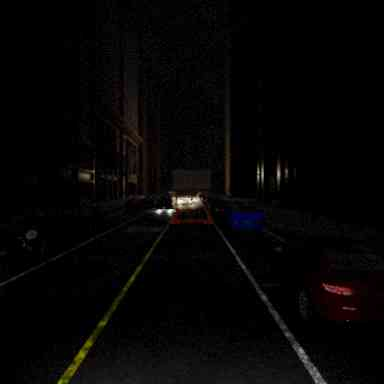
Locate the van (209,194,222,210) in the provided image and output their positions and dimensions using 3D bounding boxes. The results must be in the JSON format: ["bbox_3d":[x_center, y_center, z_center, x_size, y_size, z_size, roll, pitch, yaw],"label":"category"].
[{"bbox_3d":[2.670,1.130,29.194,1.690,1.788,3.998,1,0,0],"label":"van"}]

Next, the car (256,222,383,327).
[{"bbox_3d":[2.673,1.535,6.697,1.802,1.307,4.206,1,0,0],"label":"car"}]

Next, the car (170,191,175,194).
[{"bbox_3d":[-5.868,0.812,79.807,1.967,1.590,4.097,1,1,0],"label":"car"}]

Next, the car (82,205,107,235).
[{"bbox_3d":[-5.855,1.418,17.940,1.887,1.381,4.507,1,0,0],"label":"car"}]

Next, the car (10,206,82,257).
[{"bbox_3d":[-5.852,1.354,12.315,1.967,1.590,4.097,1,0,0],"label":"car"}]

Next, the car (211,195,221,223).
[{"bbox_3d":[2.671,1.271,23.569,1.967,1.590,4.097,1,0,0],"label":"car"}]

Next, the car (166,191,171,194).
[{"bbox_3d":[-5.867,1.052,68.559,1.802,1.307,4.206,1,0,0],"label":"car"}]

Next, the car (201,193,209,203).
[{"bbox_3d":[2.664,1.208,46.069,2.008,1.369,4.403,1,0,0],"label":"car"}]

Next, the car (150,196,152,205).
[{"bbox_3d":[-5.861,1.208,46.061,2.008,1.369,4.403,1,0,0],"label":"car"}]

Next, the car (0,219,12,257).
[{"bbox_3d":[-5.852,1.498,6.691,1.887,1.381,4.507,1,0,0],"label":"car"}]

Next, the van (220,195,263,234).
[{"bbox_3d":[2.673,1.214,17.944,1.690,1.788,3.998,1,0,0],"label":"van"}]

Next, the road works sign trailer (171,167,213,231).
[{"bbox_3d":[-0.005,0.327,19.397,2.380,3.560,2.880,0,0,0],"label":"road works sign trailer"}]

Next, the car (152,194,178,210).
[{"bbox_3d":[-3.107,1.260,39.075,2.033,1.411,5.357,0,0,0],"label":"car"}]

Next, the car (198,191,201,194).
[{"bbox_3d":[2.659,1.015,68.567,1.887,1.381,4.507,1,0,0],"label":"car"}]

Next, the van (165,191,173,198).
[{"bbox_3d":[-5.869,0.662,85.430,1.690,1.788,3.998,1,1,0],"label":"van"}]

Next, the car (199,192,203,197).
[{"bbox_3d":[2.661,1.110,57.317,1.887,1.381,4.507,1,0,0],"label":"car"}]

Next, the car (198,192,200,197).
[{"bbox_3d":[2.660,1.063,62.942,1.887,1.381,4.507,1,0,0],"label":"car"}]

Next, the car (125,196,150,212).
[{"bbox_3d":[-5.859,1.290,34.813,1.887,1.381,4.507,1,0,0],"label":"car"}]

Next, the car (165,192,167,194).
[{"bbox_3d":[-5.864,1.092,57.140,1.752,1.417,4.829,1,0,0],"label":"car"}]

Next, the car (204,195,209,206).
[{"bbox_3d":[2.667,1.296,34.820,2.008,1.369,4.403,1,0,0],"label":"car"}]
